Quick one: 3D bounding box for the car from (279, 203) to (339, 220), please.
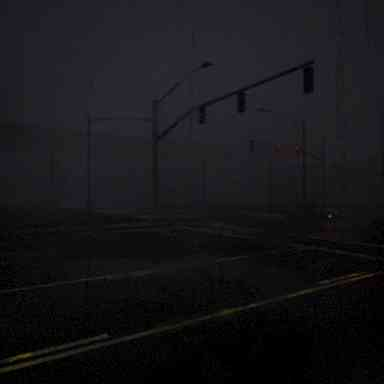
[{"bbox_3d":[9.463,1.554,27.421,1.895,1.301,4.718,0,0,-30],"label":"car"}]
